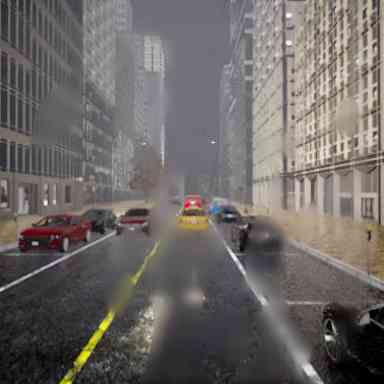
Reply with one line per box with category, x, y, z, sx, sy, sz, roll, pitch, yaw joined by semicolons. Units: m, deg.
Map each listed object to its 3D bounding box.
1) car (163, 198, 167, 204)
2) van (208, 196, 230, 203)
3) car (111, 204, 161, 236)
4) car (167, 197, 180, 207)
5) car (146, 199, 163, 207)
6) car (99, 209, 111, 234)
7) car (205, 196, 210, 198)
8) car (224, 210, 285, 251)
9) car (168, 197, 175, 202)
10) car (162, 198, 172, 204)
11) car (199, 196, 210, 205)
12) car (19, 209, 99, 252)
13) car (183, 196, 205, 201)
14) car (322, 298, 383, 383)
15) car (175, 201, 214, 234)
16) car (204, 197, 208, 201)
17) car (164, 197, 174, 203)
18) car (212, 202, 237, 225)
car;-5.690;1.882;54.153;2.008;1.369;4.403;0;0;0
van;2.692;1.542;31.375;1.690;1.788;3.998;0;0;0
car;-3.101;1.652;19.338;1.812;1.442;4.674;0;0;0
car;-3.052;1.924;59.623;1.994;1.385;4.181;0;0;1
car;-5.689;1.824;48.289;1.752;1.417;4.829;0;0;0
car;-5.689;1.697;19.996;1.947;1.339;4.313;0;0;0
car;2.692;1.677;59.834;2.192;1.841;5.009;0;0;0
car;2.692;1.660;14.296;1.947;1.339;4.313;0;0;0
car;-5.690;2.118;93.996;1.802;1.307;4.206;0;0;0
car;-5.690;2.003;76.921;2.008;1.369;4.403;0;0;0
car;2.692;1.738;71.219;2.192;1.841;5.009;0;0;0
car;-5.689;1.639;14.304;1.887;1.381;4.507;0;0;0
car;0.100;1.475;41.050;2.150;2.045;5.566;0;-1;0
car;2.692;1.586;2.912;1.947;1.339;4.313;0;0;0
car;0.098;1.587;20.104;1.801;1.575;5.366;0;0;0
car;2.692;1.674;37.066;1.967;1.590;4.097;0;0;0
car;-5.691;2.047;82.614;1.947;1.339;4.313;0;0;0
car;2.692;1.732;25.680;1.947;1.339;4.313;0;0;0
